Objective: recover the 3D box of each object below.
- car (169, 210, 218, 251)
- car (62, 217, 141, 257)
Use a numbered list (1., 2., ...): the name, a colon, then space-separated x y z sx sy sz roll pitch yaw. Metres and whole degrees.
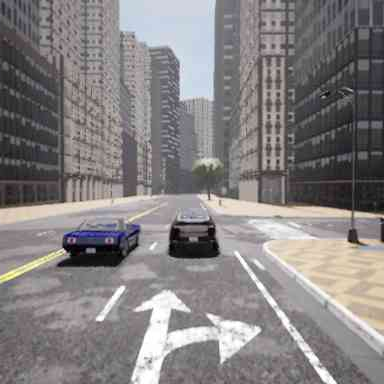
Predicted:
1. car: 0.067 1.516 14.157 2.128 1.511 4.902 -1 -1 0
2. car: -3.178 1.610 12.758 1.895 1.301 4.718 0 -1 0
